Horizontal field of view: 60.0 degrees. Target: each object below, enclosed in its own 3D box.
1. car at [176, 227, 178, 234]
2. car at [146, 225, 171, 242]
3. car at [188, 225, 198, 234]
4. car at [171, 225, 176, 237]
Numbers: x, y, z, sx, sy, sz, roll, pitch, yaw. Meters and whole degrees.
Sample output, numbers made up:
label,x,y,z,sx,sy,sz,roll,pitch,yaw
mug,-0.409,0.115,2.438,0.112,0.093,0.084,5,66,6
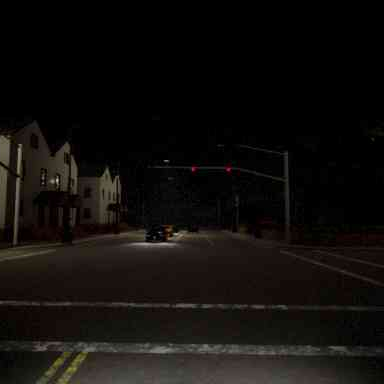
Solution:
label,x,y,z,sx,sy,sz,roll,pitch,yaw
car,-3.418,6.434,57.404,1.994,1.385,4.181,0,-5,0
car,-3.502,4.247,33.647,1.837,1.490,4.892,0,-5,0
car,0.164,6.475,57.863,2.033,1.411,5.357,0,-5,0
car,-3.474,5.119,43.683,1.882,1.535,5.008,0,-5,0
